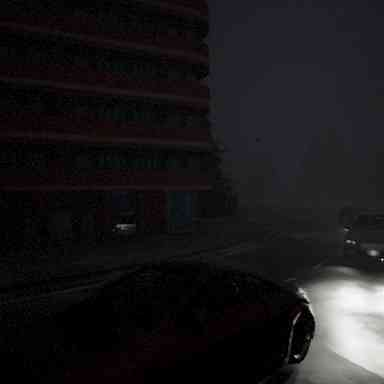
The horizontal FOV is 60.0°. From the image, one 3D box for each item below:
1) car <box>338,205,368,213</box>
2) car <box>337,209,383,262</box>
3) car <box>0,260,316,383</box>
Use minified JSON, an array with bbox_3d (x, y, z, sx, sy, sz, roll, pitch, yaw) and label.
[{"bbox_3d":[12.588,1.738,25.488,2.033,1.411,5.357,-1,-1,11],"label":"car"},{"bbox_3d":[6.751,1.573,12.005,2.128,1.511,4.902,-1,-1,33],"label":"car"},{"bbox_3d":[-0.207,1.639,4.177,4.181,1.385,1.994,0,-1,-43],"label":"car"}]
